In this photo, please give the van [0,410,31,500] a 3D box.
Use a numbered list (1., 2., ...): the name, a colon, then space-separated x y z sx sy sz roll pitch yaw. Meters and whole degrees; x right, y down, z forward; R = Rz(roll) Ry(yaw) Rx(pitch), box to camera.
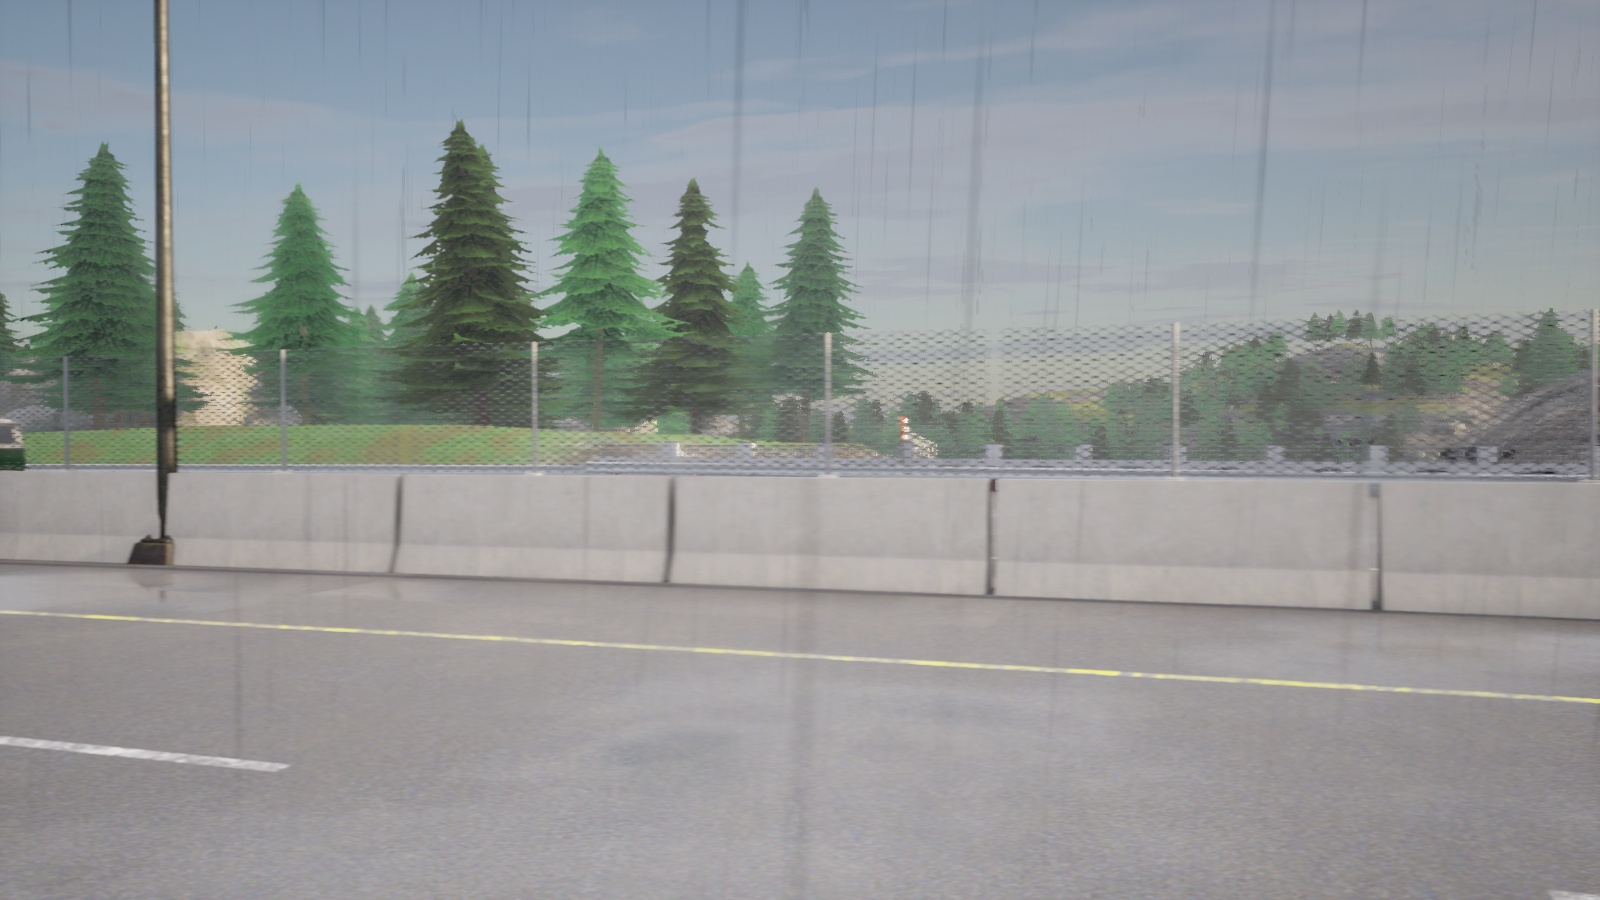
1. van: -19.817 0.107 28.319 4.442 1.987 1.775 0 1 19
